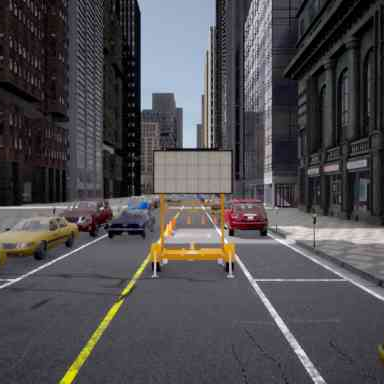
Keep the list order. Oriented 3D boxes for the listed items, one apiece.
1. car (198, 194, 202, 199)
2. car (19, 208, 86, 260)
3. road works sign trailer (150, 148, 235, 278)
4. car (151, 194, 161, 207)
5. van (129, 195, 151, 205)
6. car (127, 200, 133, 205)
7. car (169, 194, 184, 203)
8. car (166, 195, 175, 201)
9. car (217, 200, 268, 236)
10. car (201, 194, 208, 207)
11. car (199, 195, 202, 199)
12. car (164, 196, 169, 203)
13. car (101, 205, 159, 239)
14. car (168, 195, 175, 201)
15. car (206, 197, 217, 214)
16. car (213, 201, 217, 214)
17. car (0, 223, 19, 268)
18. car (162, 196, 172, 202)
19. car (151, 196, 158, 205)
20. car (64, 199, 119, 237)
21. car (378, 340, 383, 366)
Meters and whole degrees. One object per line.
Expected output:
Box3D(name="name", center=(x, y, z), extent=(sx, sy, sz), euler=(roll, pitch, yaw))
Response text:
Box3D(name="car", center=(2.942, 1.591, 80.294), extent=(1.887, 1.381, 4.507), euler=(0, 0, 0))
Box3D(name="car", center=(-5.737, 1.525, 12.450), extent=(1.752, 1.417, 4.829), euler=(0, 0, 0))
Box3D(name="road works sign trailer", center=(0.023, 0.464, 10.163), extent=(2.380, 3.560, 2.880), euler=(0, 0, 0))
Box3D(name="car", center=(-5.661, 1.331, 46.464), extent=(2.192, 1.841, 5.009), euler=(0, 0, 0))
Box3D(name="van", center=(-5.686, 1.349, 35.183), extent=(1.690, 1.788, 3.998), euler=(0, 0, 0))
Box3D(name="car", center=(-5.711, 1.528, 23.731), extent=(1.752, 1.417, 4.829), euler=(0, 0, 0))
Box3D(name="car", center=(-2.948, 1.530, 58.445), extent=(1.837, 1.490, 4.892), euler=(0, 0, 0))
Box3D(name="car", center=(-5.570, 1.602, 85.949), extent=(2.008, 1.369, 4.403), euler=(0, 0, 0))
Box3D(name="car", center=(2.801, 1.316, 18.249), extent=(2.192, 1.841, 5.009), euler=(0, 0, 0))
Box3D(name="car", center=(2.878, 1.461, 52.091), extent=(1.967, 1.590, 4.097), euler=(0, 0, 0))
Box3D(name="car", center=(2.904, 1.597, 63.372), extent=(1.947, 1.339, 4.313), euler=(0, 0, 0))
Box3D(name="car", center=(-5.635, 1.341, 57.746), extent=(2.192, 1.841, 5.009), euler=(0, 0, 0))
Box3D(name="car", center=(-3.059, 1.602, 17.465), extent=(1.895, 1.301, 4.718), euler=(0, 0, 0))
Box3D(name="car", center=(-5.557, 1.581, 91.420), extent=(1.752, 1.417, 4.829), euler=(0, 0, 0))
Box3D(name="car", center=(2.840, 1.559, 35.170), extent=(2.008, 1.369, 4.403), euler=(0, 0, 0))
Box3D(name="car", center=(2.814, 1.554, 23.889), extent=(2.008, 1.369, 4.403), euler=(0, 0, 0))
Box3D(name="car", center=(-5.750, 1.525, 6.809), extent=(1.752, 1.417, 4.829), euler=(0, 0, 0))
Box3D(name="car", center=(-5.595, 1.607, 74.668), extent=(1.947, 1.339, 4.313), euler=(0, 0, 0))
Box3D(name="car", center=(-5.673, 1.563, 40.823), extent=(2.008, 1.369, 4.403), euler=(0, 0, 0))
Box3D(name="car", center=(-5.724, 1.316, 18.261), extent=(2.192, 1.841, 5.009), euler=(0, 0, 0))
Box3D(name="car", center=(2.763, 1.525, 1.497), extent=(1.752, 1.417, 4.829), euler=(0, 0, 0))
